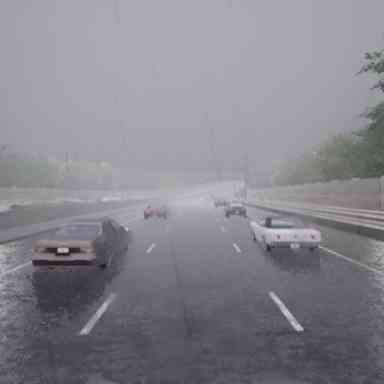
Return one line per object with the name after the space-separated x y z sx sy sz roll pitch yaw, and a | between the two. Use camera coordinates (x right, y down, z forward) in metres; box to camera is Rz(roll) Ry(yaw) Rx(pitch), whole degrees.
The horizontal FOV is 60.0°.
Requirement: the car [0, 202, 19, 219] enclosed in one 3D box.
-17.207 1.613 28.981 1.812 1.442 4.674 0 0 2 | car

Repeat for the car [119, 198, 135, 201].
-12.164 1.915 65.174 2.033 1.411 5.357 0 -1 3 | car

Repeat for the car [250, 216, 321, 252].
3.705 1.643 14.078 1.895 1.301 4.718 0 0 1 | car

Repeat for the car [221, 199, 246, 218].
4.071 1.653 31.855 1.812 1.442 4.674 0 0 2 | car

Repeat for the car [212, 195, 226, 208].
4.802 1.650 54.295 2.097 1.767 4.553 0 -1 3 | car

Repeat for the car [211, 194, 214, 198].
6.796 2.045 86.919 2.097 1.767 4.553 0 -1 4 | car

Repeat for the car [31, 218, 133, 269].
-3.332 1.575 11.170 2.033 1.411 5.357 0 0 1 | car

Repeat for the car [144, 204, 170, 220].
-2.996 1.708 29.581 1.895 1.301 4.718 0 0 1 | car

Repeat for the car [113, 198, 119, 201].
-15.394 1.934 69.921 1.812 1.442 4.674 0 -1 3 | car

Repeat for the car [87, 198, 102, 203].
-19.159 1.871 65.461 2.128 1.511 4.902 0 0 3 | car

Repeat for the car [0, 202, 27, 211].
-13.812 1.597 24.544 1.812 1.442 4.674 0 0 1 | car
